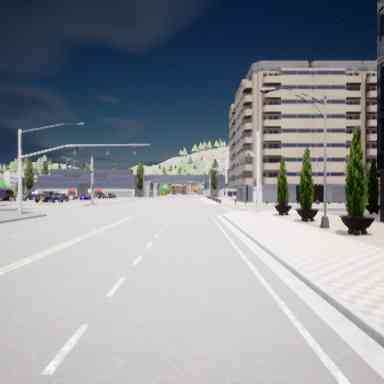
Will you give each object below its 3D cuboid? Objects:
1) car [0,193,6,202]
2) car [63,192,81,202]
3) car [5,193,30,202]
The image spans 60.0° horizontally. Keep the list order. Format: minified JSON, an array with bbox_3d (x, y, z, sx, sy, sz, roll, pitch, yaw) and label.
[{"bbox_3d":[-38.927,1.325,68.777,1.784,1.438,3.905,0,0,0],"label":"car"},{"bbox_3d":[-30.210,1.360,83.848,1.970,1.475,3.806,0,0,0],"label":"car"},{"bbox_3d":[-36.032,1.357,68.766,1.970,1.475,3.806,0,0,0],"label":"car"}]
